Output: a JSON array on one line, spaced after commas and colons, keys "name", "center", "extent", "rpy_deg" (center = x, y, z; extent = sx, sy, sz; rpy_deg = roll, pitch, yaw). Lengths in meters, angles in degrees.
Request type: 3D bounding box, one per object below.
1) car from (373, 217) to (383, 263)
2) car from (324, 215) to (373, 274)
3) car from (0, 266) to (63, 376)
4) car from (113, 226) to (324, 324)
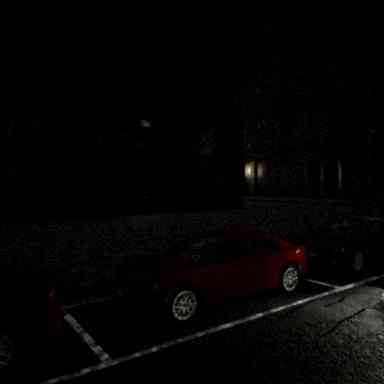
[{"name": "car", "center": [6.671, 1.254, 8.050], "extent": [4.553, 1.767, 2.097], "rpy_deg": [-1, 0, -35]}, {"name": "car", "center": [5.087, 1.448, 10.276], "extent": [4.507, 1.381, 1.887], "rpy_deg": [-1, 1, -35]}, {"name": "car", "center": [-3.917, 1.555, 3.871], "extent": [4.507, 1.381, 1.887], "rpy_deg": [-1, 1, -35]}, {"name": "car", "center": [0.585, 1.501, 7.073], "extent": [4.507, 1.381, 1.887], "rpy_deg": [-1, 1, -35]}]
